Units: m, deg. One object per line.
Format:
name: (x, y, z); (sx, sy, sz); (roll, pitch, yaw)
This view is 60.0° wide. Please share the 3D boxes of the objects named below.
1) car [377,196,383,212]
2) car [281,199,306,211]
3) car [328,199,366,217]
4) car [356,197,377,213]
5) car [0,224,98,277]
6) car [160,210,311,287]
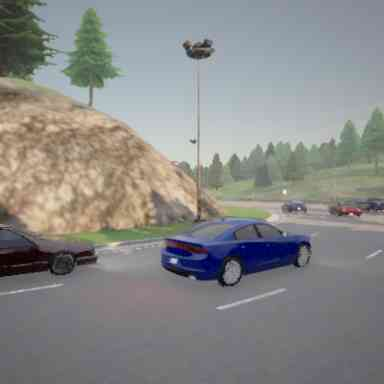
car: (21.727, 1.377, 39.176); (2.097, 1.767, 4.553); (0, 0, -1)
car: (11.167, 1.543, 36.483); (1.812, 1.442, 4.674); (1, 0, 3)
car: (14.204, 1.619, 31.098); (1.895, 1.301, 4.718); (0, 0, 9)
car: (18.134, 1.513, 37.425); (2.128, 1.511, 4.902); (1, 0, 0)
car: (-5.292, 1.547, 8.588); (5.357, 1.411, 2.033); (0, 0, -36)
car: (1.453, 1.481, 9.455); (5.008, 1.535, 1.882); (0, 0, -40)
